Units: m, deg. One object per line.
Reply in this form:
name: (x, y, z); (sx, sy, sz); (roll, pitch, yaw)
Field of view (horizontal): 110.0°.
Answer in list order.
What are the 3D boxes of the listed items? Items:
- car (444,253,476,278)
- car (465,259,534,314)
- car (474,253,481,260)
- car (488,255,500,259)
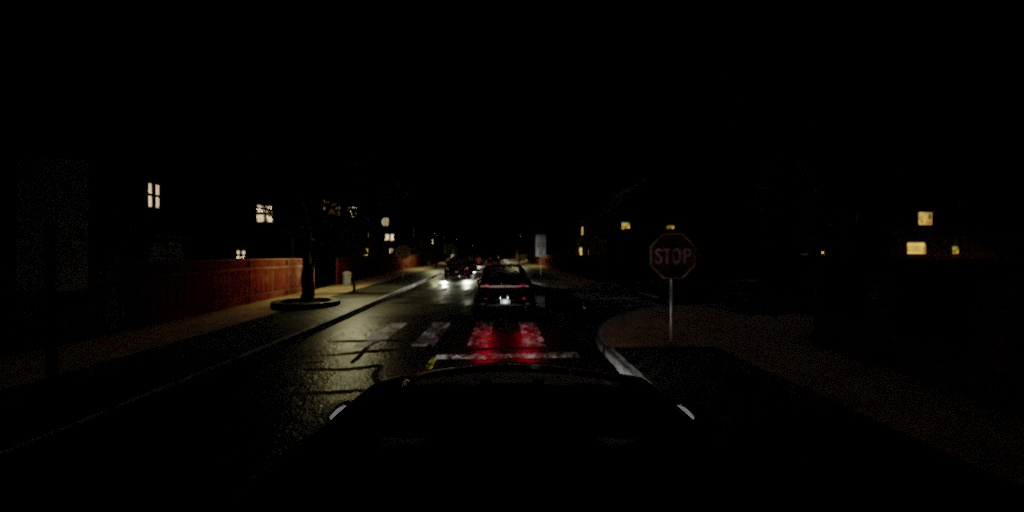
car: (-4.036, 0.797, 27.614); (1.882, 1.535, 5.008); (0, 1, -3)
car: (-0.303, 1.049, 12.761); (2.128, 1.511, 4.902); (0, 1, -2)
car: (-4.591, 0.732, 37.446); (2.033, 1.411, 5.357); (0, 1, -3)
car: (-2.850, 0.487, 56.825); (1.812, 1.442, 4.674); (0, 1, -3)
